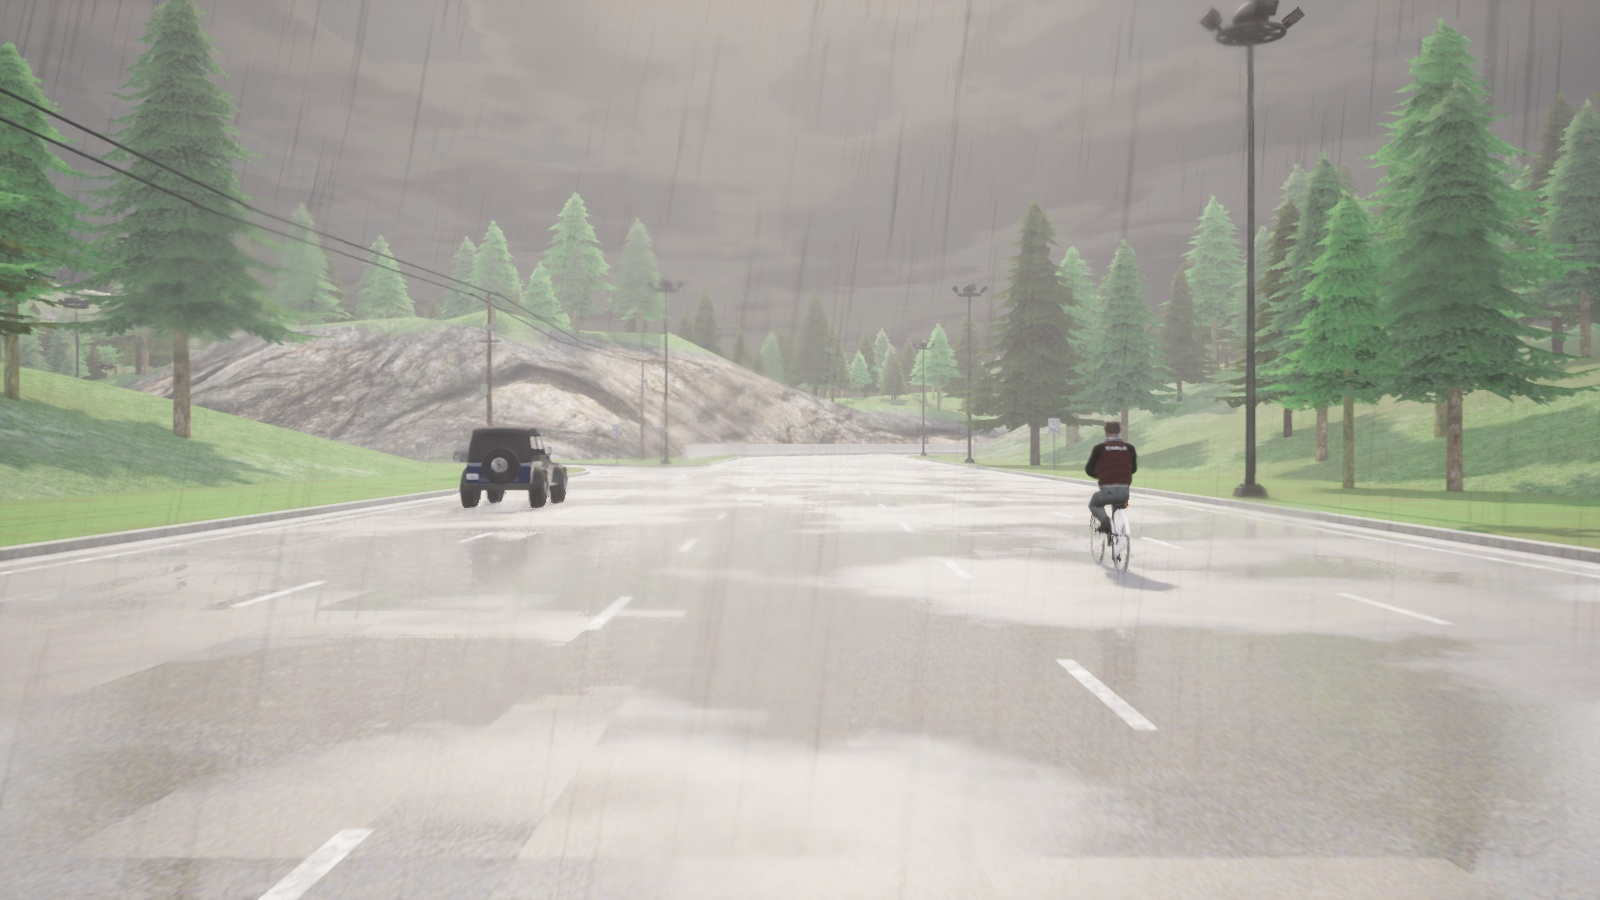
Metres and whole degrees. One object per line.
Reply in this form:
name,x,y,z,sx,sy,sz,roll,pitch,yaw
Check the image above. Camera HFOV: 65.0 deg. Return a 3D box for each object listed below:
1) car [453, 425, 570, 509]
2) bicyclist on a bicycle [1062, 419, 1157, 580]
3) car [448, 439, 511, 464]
car,-6.814,0.367,30.072,1.905,1.878,3.866,0,0,0
bicyclist on a bicycle,3.599,0.537,14.746,0.659,1.776,1.843,0,1,0
car,-22.486,0.090,88.148,4.553,1.767,2.097,0,0,42
